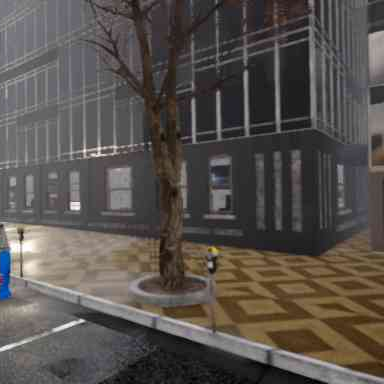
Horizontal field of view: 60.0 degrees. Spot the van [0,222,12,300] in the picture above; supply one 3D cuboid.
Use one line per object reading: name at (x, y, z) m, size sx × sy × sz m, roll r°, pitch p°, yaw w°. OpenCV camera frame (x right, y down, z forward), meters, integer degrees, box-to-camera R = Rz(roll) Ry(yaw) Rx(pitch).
van at (-5.267, 1.345, 6.654) m, size 3.998 × 1.788 × 1.690 m, roll 0°, pitch -1°, yaw 36°
